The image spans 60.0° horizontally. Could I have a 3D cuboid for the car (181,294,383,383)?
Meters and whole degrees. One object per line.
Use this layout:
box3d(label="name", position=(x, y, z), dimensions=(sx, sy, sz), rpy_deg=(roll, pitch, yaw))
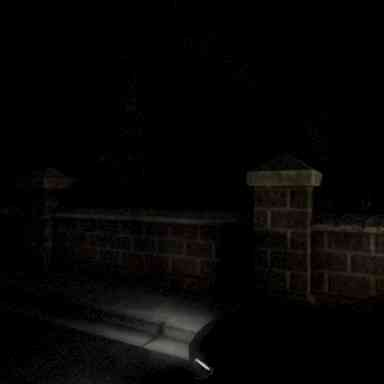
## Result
box3d(label="car", position=(2.153, 1.535, 2.623), dimensions=(4.674, 1.442, 1.812), rpy_deg=(0, 0, 28))
